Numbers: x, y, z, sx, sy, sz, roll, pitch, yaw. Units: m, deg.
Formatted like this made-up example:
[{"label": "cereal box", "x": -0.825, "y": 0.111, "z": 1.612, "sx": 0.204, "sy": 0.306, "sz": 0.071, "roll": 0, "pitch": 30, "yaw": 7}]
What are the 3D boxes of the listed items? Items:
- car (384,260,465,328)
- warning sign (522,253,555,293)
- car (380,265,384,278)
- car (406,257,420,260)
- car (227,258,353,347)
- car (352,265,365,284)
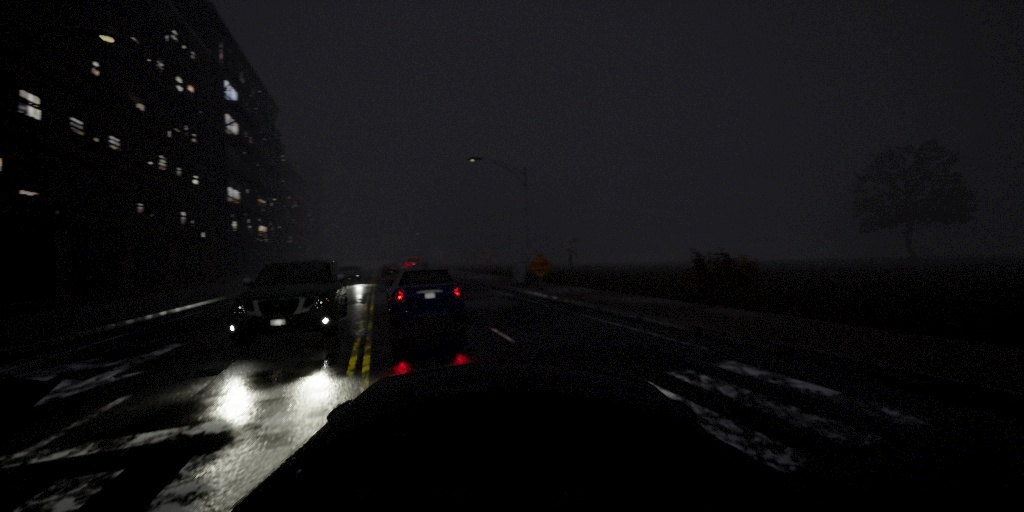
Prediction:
[{"label": "car", "x": -3.032, "y": 1.148, "z": 12.014, "sx": 2.097, "sy": 1.767, "sz": 4.553, "roll": -2, "pitch": 0, "yaw": -20}, {"label": "warning sign", "x": 1.411, "y": 0.776, "z": 17.310, "sx": 1.300, "sy": 1.860, "sz": 1.060, "roll": 0, "pitch": 0, "yaw": -21}, {"label": "car", "x": -13.185, "y": 1.480, "z": 38.915, "sx": 1.882, "sy": 1.535, "sz": 5.008, "roll": -2, "pitch": 0, "yaw": -20}, {"label": "car", "x": -13.688, "y": 1.210, "z": 49.333, "sx": 2.150, "sy": 2.045, "sz": 5.566, "roll": -2, "pitch": 0, "yaw": -20}, {"label": "car", "x": -6.153, "y": 1.101, "z": 10.518, "sx": 2.150, "sy": 2.045, "sz": 5.566, "roll": -2, "pitch": 1, "yaw": -21}, {"label": "car", "x": -13.544, "y": 1.541, "z": 30.239, "sx": 1.837, "sy": 1.490, "sz": 4.892, "roll": -2, "pitch": 0, "yaw": -20}]
